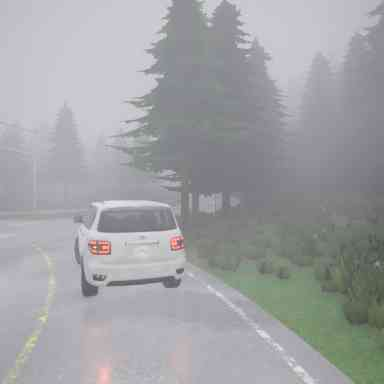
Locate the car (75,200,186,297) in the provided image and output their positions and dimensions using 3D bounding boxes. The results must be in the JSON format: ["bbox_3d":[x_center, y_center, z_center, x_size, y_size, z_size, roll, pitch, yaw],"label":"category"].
[{"bbox_3d":[-1.894,1.221,8.971,2.150,2.045,5.566,0,0,-20],"label":"car"}]
